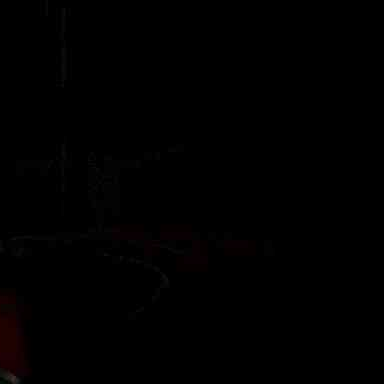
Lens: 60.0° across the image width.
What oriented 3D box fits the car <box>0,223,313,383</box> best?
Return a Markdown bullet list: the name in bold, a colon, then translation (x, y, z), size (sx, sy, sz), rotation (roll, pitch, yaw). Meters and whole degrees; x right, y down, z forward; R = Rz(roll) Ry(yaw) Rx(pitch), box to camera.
- **car**: translation (-1.191, 1.314, 3.931), size (5.009, 1.841, 2.192), rotation (0, 0, 36)
